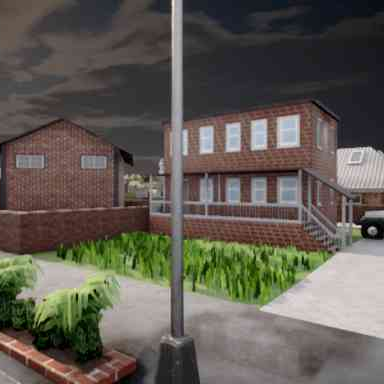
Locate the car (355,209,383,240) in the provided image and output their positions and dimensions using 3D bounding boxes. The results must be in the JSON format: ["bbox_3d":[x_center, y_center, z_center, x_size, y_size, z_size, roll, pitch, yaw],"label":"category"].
[{"bbox_3d":[8.444,0.972,12.626,3.866,1.878,1.905,0,0,36],"label":"car"}]
